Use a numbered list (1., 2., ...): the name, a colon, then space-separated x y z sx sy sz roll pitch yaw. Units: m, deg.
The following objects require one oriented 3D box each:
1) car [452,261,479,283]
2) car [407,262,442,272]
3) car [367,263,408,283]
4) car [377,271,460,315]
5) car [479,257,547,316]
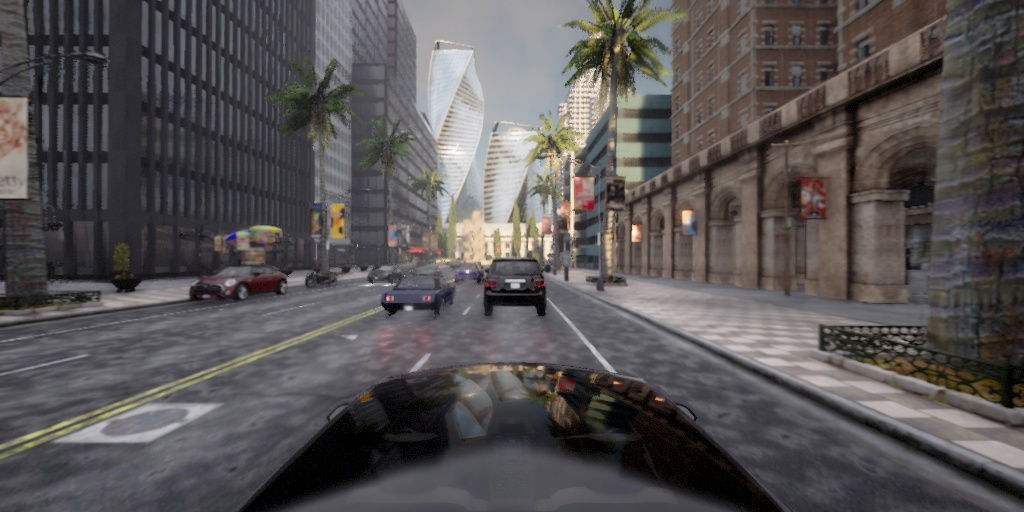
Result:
1. car: -3.552 1.316 30.648 2.097 1.767 4.553 0 0 -1
2. car: -7.249 1.472 31.029 1.837 1.490 4.892 0 0 -1
3. car: -10.746 1.490 30.705 1.812 1.442 4.674 0 0 -1
4. car: -3.397 1.442 13.988 1.895 1.301 4.718 0 0 0
5. car: 0.097 1.063 14.096 2.150 2.045 5.566 0 0 0
